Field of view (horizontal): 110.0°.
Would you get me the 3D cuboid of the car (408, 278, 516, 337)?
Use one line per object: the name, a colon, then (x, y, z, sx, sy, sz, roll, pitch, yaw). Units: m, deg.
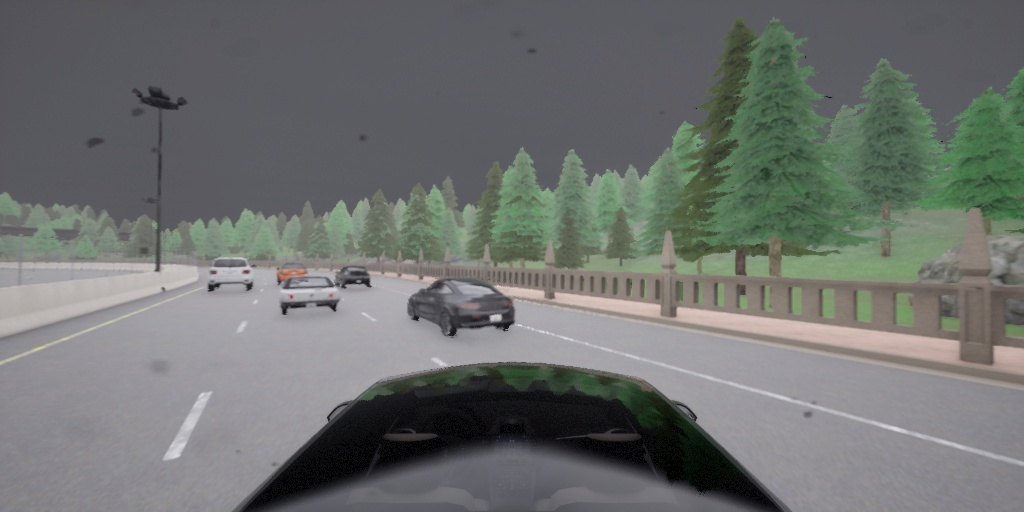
car: (-1.642, 1.370, 10.721, 1.812, 1.442, 4.674, 1, -1, -33)

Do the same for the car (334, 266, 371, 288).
car: (-11.563, 1.484, 25.999, 1.837, 1.490, 4.892, 1, -1, -33)

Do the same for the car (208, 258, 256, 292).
car: (-18.252, 1.144, 23.456, 2.150, 2.045, 5.566, 1, -1, -35)

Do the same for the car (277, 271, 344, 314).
car: (-8.269, 1.463, 14.500, 1.895, 1.301, 4.718, 1, -1, -33)

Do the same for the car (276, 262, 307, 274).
car: (-18.043, 1.346, 29.450, 2.097, 1.767, 4.553, 1, -1, -34)
